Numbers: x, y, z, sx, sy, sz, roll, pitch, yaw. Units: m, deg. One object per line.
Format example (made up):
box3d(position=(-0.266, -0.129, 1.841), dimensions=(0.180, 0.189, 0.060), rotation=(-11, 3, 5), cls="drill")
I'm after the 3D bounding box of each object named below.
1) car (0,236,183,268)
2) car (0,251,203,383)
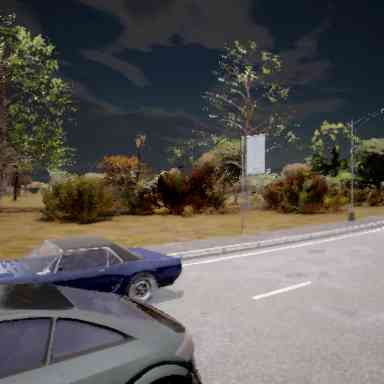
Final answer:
box3d(position=(-2.596, 1.612, 6.515), dimensions=(4.718, 1.301, 1.895), rotation=(0, 0, -36), cls="car")
box3d(position=(-1.951, 1.570, 2.680), dimensions=(4.181, 1.385, 1.994), rotation=(0, 0, -36), cls="car")
